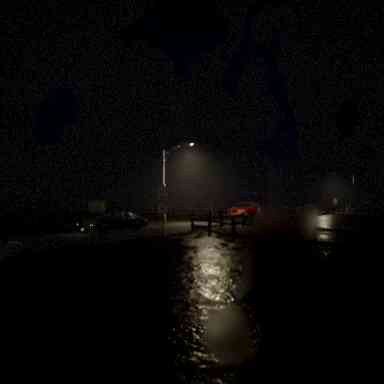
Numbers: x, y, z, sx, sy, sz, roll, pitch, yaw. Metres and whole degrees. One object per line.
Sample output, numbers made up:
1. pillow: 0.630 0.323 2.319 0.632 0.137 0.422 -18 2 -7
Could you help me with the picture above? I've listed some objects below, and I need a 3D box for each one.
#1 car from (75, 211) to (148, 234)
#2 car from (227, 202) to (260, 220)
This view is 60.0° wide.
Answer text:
1. car: -5.452 2.067 23.378 2.033 1.411 5.357 -1 -2 35
2. car: 6.369 2.232 39.980 2.150 2.045 5.566 -1 -2 36
